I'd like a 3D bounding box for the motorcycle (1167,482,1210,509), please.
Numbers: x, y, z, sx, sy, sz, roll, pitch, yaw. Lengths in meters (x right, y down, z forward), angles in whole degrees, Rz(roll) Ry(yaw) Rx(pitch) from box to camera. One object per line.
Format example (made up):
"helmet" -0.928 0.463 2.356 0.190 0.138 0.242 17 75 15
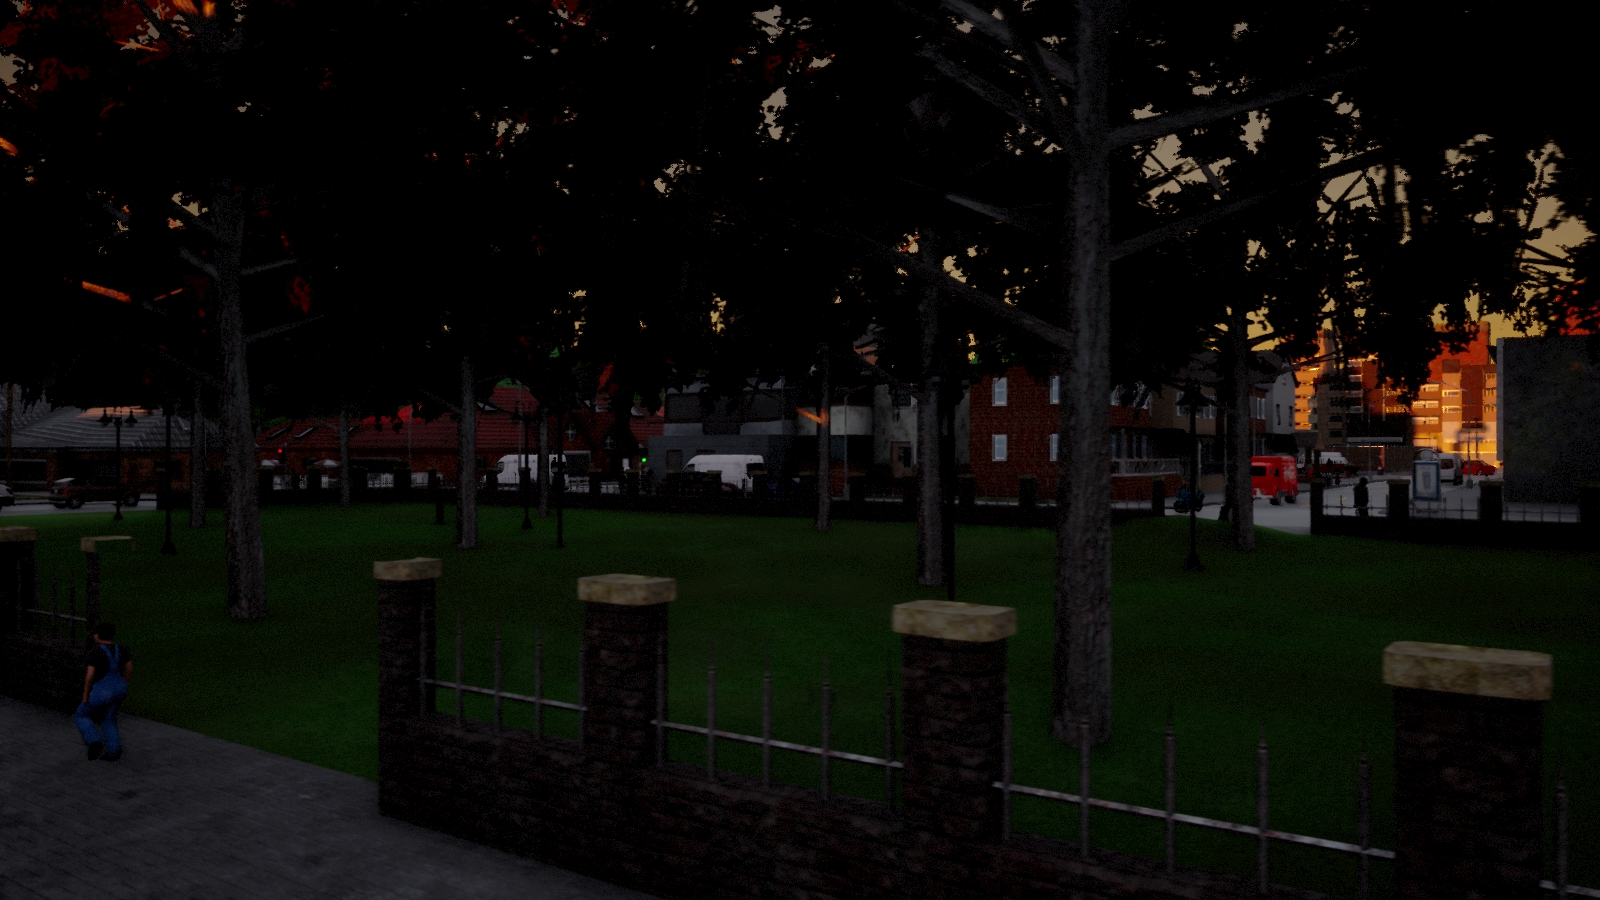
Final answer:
"motorcycle" 17.189 1.993 50.510 2.033 1.145 0.803 0 0 -38

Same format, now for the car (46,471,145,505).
"car" -34.011 1.805 55.228 1.789 1.549 3.705 0 0 35

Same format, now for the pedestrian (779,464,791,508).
"pedestrian" -0.628 1.524 48.785 0.375 1.860 0.375 0 0 25

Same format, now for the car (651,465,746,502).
"car" -5.185 1.685 58.351 4.553 1.767 2.097 0 0 35

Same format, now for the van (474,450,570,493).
"van" -17.344 1.314 71.172 5.915 2.561 1.988 0 -1 26

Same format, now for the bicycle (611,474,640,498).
"bicycle" -9.398 1.940 61.378 1.835 1.271 0.329 0 0 35

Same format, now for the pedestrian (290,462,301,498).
"pedestrian" -25.722 1.524 58.262 0.375 1.860 0.375 0 0 33

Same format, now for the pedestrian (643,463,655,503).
"pedestrian" -7.023 1.525 53.150 0.375 1.860 0.375 0 0 35

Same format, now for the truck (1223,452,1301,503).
"truck" 23.875 1.347 58.894 2.627 2.467 5.204 0 0 35

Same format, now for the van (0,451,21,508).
"van" -37.813 1.314 49.910 1.988 2.561 5.915 0 0 36

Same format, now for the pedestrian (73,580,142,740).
"pedestrian" -6.011 1.805 9.915 0.375 1.300 0.375 0 0 30

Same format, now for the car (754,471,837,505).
"car" -0.241 1.818 55.097 3.633 1.501 1.845 0 0 36

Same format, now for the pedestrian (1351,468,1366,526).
"pedestrian" 18.242 1.525 37.303 0.375 1.860 0.375 0 0 40

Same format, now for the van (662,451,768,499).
"van" -4.703 1.314 62.854 5.915 2.561 1.988 0 0 36

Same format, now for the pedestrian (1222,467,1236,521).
"pedestrian" 14.993 1.524 39.897 0.375 1.860 0.375 0 0 37
